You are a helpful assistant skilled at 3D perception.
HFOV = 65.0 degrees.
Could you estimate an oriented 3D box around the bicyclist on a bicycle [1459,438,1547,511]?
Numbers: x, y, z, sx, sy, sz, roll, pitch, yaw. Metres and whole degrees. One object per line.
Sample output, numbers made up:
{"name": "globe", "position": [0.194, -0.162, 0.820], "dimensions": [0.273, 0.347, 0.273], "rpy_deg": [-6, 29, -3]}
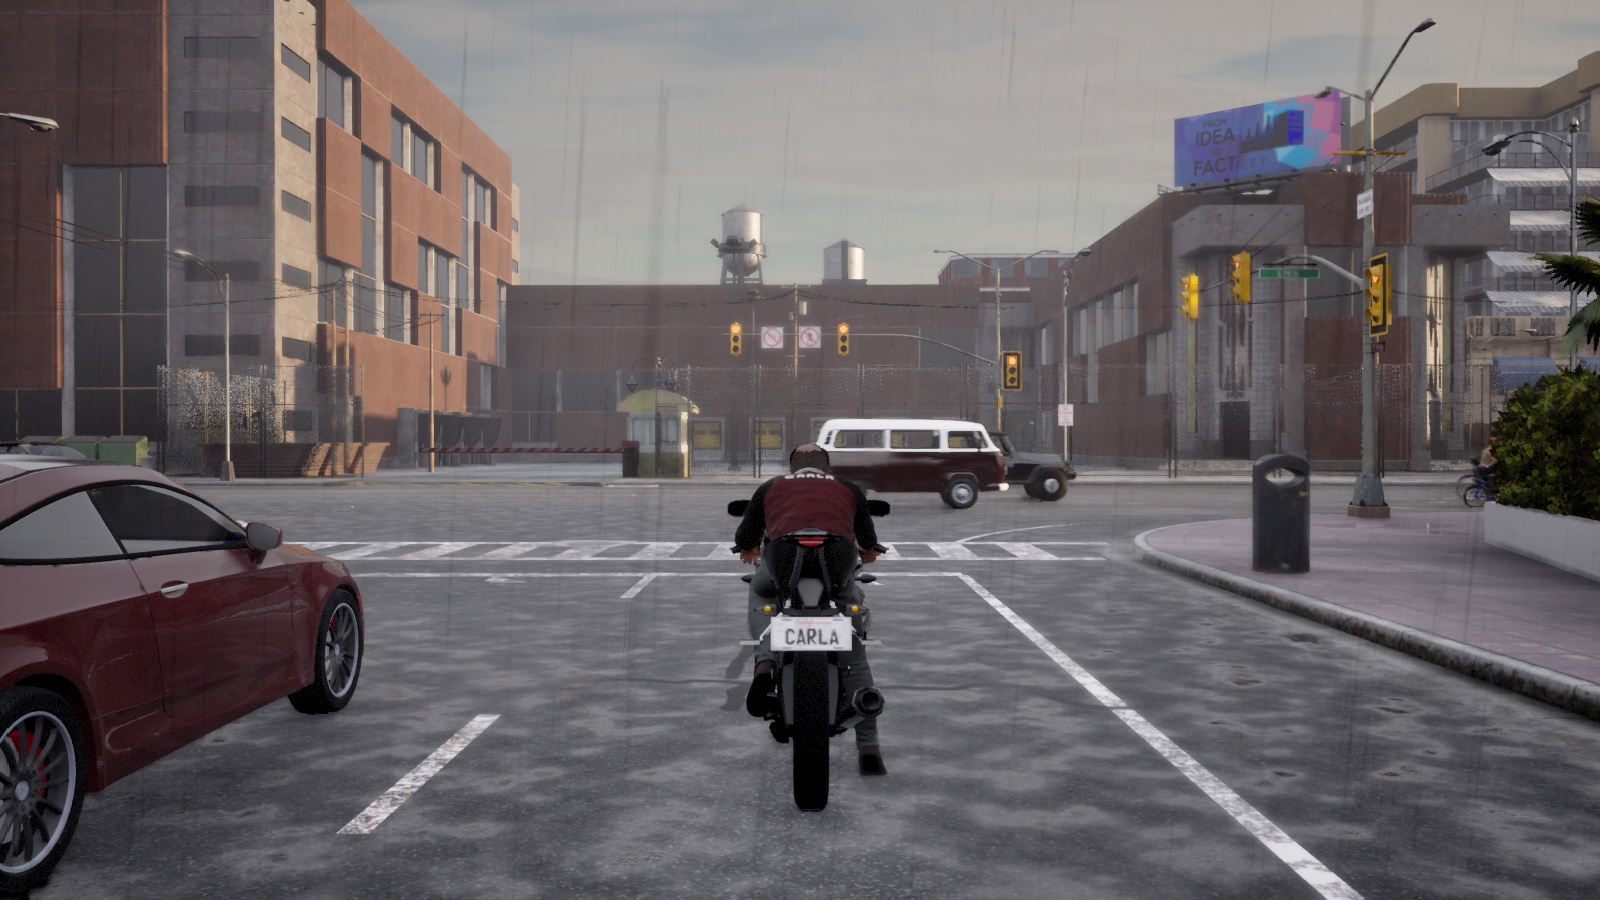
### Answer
{"name": "bicyclist on a bicycle", "position": [15.790, 0.537, 28.222], "dimensions": [1.509, 1.612, 0.866], "rpy_deg": [0, 1, 9]}

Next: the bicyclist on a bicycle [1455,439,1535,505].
{"name": "bicyclist on a bicycle", "position": [17.411, 0.536, 31.485], "dimensions": [1.656, 1.620, 0.582], "rpy_deg": [0, 1, 10]}

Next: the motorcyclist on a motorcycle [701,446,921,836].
{"name": "motorcyclist on a motorcycle", "position": [0.045, 0.747, 6.037], "dimensions": [0.866, 1.530, 2.191], "rpy_deg": [0, 0, 0]}

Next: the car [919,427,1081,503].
{"name": "car", "position": [5.078, 0.364, 32.307], "dimensions": [3.866, 1.878, 1.905], "rpy_deg": [0, 0, 1]}

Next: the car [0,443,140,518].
{"name": "car", "position": [-16.099, 0.596, 26.837], "dimensions": [3.633, 1.501, 1.845], "rpy_deg": [0, 0, 29]}

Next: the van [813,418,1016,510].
{"name": "van", "position": [2.540, 0.310, 28.841], "dimensions": [4.480, 2.038, 2.069], "rpy_deg": [0, 0, 1]}

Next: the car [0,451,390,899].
{"name": "car", "position": [-3.445, 0.739, 5.441], "dimensions": [1.812, 1.442, 4.674], "rpy_deg": [0, 0, 0]}
